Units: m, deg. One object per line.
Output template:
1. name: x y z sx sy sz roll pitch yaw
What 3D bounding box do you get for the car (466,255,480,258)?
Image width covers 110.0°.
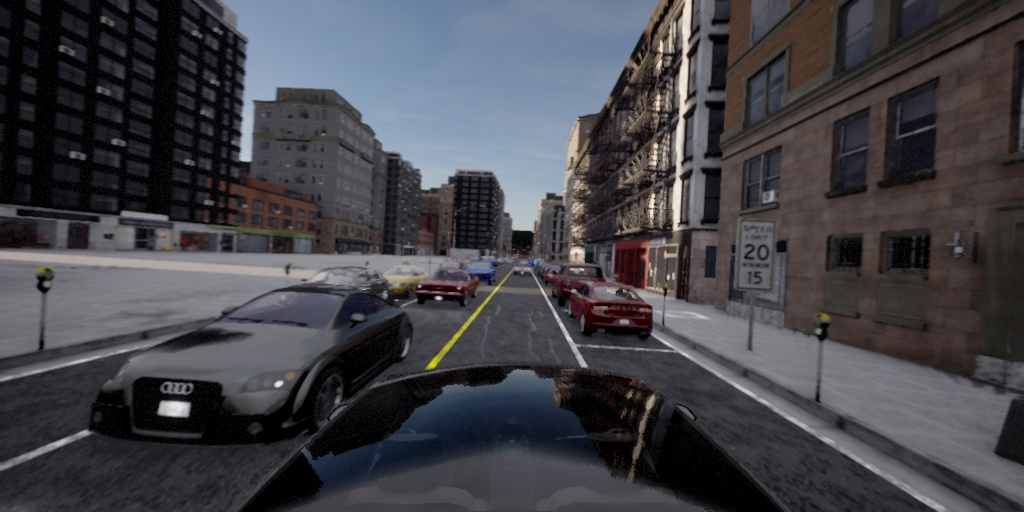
1. car: -4.531 0.966 33.839 1.967 1.591 4.097 0 0 2

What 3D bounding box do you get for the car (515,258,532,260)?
1. car: 1.606 1.412 52.994 1.812 1.442 4.674 3 0 2

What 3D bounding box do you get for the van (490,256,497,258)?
1. van: -3.801 0.930 56.547 1.690 1.789 3.998 0 0 2

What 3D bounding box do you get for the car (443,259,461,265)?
1. car: -4.713 1.056 28.162 1.888 1.381 4.507 0 0 2

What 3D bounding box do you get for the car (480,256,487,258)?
1. car: -4.348 0.856 39.516 2.192 1.841 5.009 0 0 2

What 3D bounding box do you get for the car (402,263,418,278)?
1. car: -5.084 1.006 16.638 1.751 1.417 4.829 0 0 2

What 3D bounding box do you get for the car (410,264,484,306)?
1. car: -2.564 1.219 15.124 1.895 1.301 4.718 3 0 2

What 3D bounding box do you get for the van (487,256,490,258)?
1. van: -4.166 0.898 45.193 1.690 1.789 3.998 0 0 2

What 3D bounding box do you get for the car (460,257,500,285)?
1. car: -2.206 1.125 25.643 1.882 1.535 5.008 3 0 2

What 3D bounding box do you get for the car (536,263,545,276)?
1. car: 3.478 1.555 33.580 1.802 1.307 4.207 0 0 2

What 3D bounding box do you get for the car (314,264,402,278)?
1. car: -5.261 1.016 11.131 2.007 1.370 4.403 0 0 2

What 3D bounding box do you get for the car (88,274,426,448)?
1. car: -2.880 1.156 5.123 1.994 1.385 4.181 3 0 2

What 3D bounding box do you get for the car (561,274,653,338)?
1. car: 2.748 1.457 10.872 1.888 1.381 4.507 0 0 2

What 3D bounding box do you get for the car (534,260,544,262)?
1. car: 3.843 1.554 44.934 2.007 1.370 4.403 0 0 2

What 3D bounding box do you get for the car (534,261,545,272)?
1. car: 3.660 1.570 39.256 1.802 1.307 4.207 0 0 2

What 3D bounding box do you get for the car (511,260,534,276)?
1. car: 1.181 1.450 39.758 1.895 1.301 4.718 3 0 2

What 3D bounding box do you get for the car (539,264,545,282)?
1. car: 3.295 1.539 27.902 1.802 1.307 4.207 0 0 2

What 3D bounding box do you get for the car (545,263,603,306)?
1. car: 2.930 1.242 16.549 2.192 1.841 5.009 0 0 2

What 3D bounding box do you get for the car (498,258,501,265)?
1. car: -3.618 0.920 62.224 2.192 1.841 5.009 0 0 2

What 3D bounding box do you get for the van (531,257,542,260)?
1. van: 4.208 1.376 56.288 1.690 1.789 3.998 0 0 2
